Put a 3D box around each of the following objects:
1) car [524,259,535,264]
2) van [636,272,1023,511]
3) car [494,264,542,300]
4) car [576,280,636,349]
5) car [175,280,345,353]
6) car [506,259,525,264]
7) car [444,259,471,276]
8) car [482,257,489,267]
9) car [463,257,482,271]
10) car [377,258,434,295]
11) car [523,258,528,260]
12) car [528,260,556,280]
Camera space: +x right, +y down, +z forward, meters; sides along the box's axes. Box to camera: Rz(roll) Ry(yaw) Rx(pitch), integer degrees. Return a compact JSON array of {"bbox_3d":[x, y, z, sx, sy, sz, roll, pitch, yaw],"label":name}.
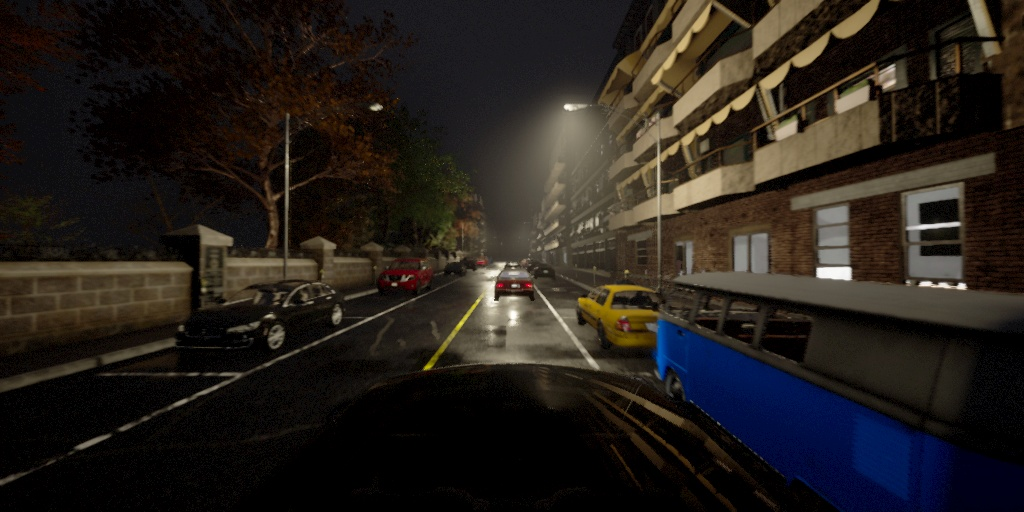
[{"bbox_3d":[2.699,1.290,41.895,1.948,1.339,4.313,0,0,0],"label":"car"},{"bbox_3d":[2.692,1.090,3.231,1.690,1.789,3.998,0,0,0],"label":"van"},{"bbox_3d":[0.103,1.287,17.519,2.033,1.411,5.357,0,0,0],"label":"car"},{"bbox_3d":[2.693,1.271,8.923,1.751,1.417,4.829,0,0,0],"label":"car"},{"bbox_3d":[-5.688,1.296,8.756,2.007,1.370,4.403,0,0,0],"label":"car"},{"bbox_3d":[0.109,1.326,40.001,1.895,1.301,4.718,0,0,0],"label":"car"},{"bbox_3d":[-5.683,1.293,36.373,1.948,1.339,4.313,0,0,0],"label":"car"},{"bbox_3d":[-5.677,1.255,63.990,1.888,1.381,4.507,0,0,0],"label":"car"},{"bbox_3d":[-5.680,1.035,47.420,2.192,1.841,5.009,0,0,0],"label":"car"},{"bbox_3d":[-5.686,1.053,19.803,2.192,1.841,5.009,0,0,0],"label":"car"},{"bbox_3d":[2.701,1.160,47.418,1.967,1.591,4.097,0,0,0],"label":"car"},{"bbox_3d":[2.697,1.297,30.847,1.948,1.339,4.313,0,0,0],"label":"car"}]
